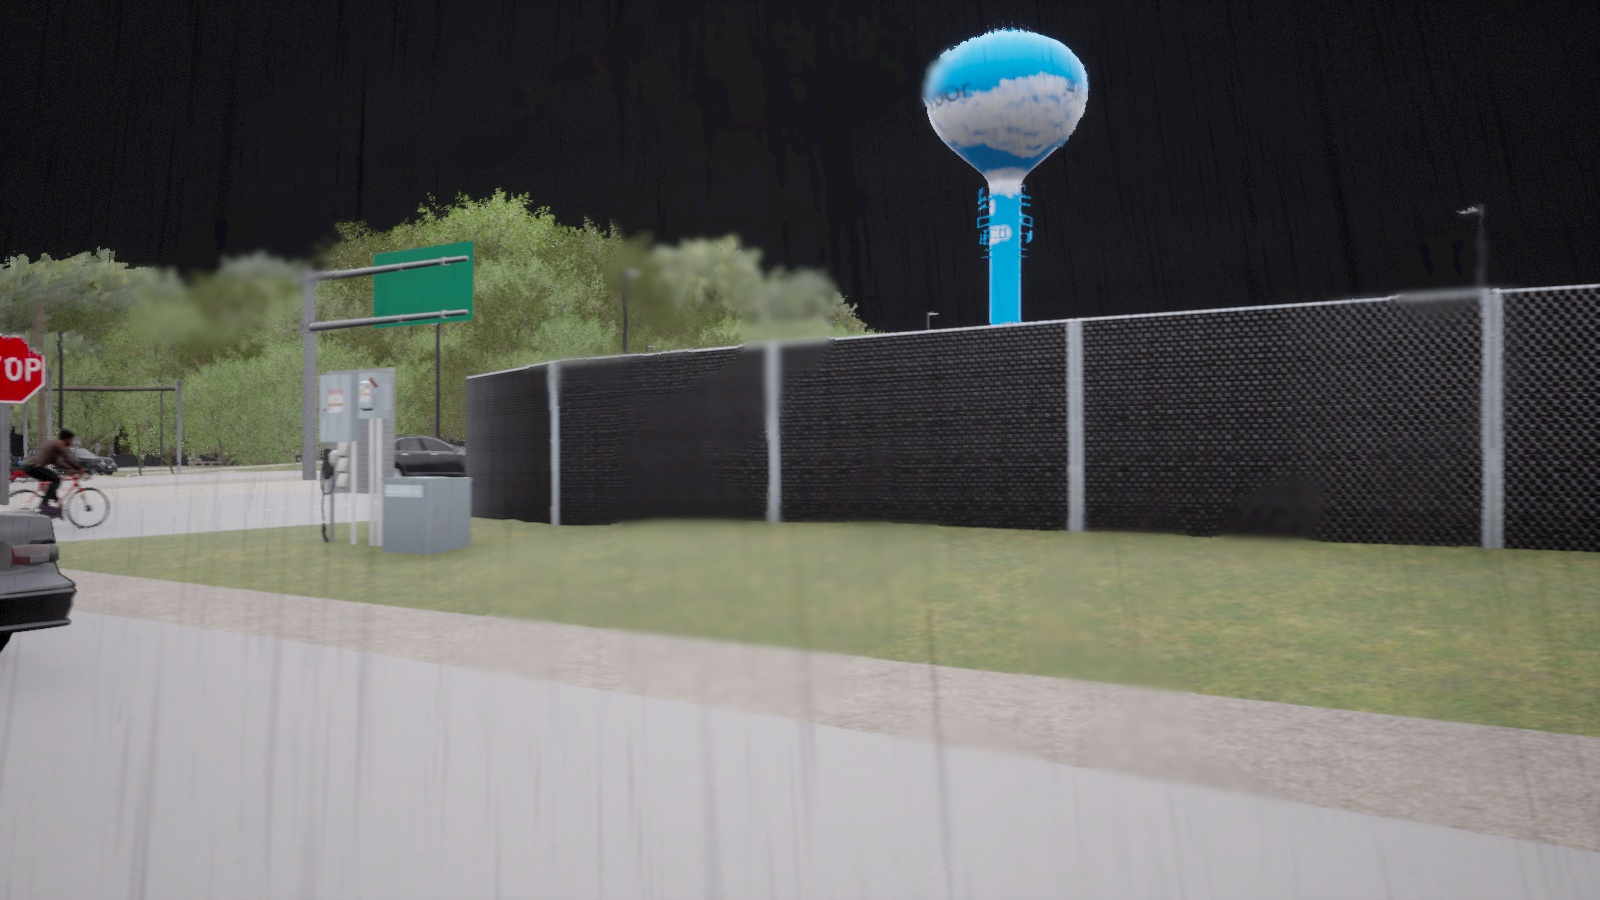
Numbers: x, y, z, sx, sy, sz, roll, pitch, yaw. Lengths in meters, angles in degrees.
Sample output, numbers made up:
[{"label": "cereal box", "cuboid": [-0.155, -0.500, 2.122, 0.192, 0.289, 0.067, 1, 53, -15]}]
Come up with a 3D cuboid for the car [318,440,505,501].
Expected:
[{"label": "car", "cuboid": [-10.816, 0.527, 35.308, 1.837, 1.490, 4.892, -1, 1, 34]}]

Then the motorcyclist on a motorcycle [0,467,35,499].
[{"label": "motorcyclist on a motorcycle", "cuboid": [-41.017, 1.724, 65.330, 0.866, 1.590, 1.817, -1, 1, 33]}]

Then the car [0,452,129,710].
[{"label": "car", "cuboid": [-6.833, 0.779, 8.166, 5.357, 1.411, 2.033, -1, 0, 34]}]

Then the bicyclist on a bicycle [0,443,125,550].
[{"label": "bicyclist on a bicycle", "cuboid": [-11.830, 0.719, 20.126, 0.582, 1.620, 1.656, -1, 1, 34]}]

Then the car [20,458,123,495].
[{"label": "car", "cuboid": [-46.708, 1.691, 80.536, 5.566, 2.045, 2.150, -3, -1, 9]}]
